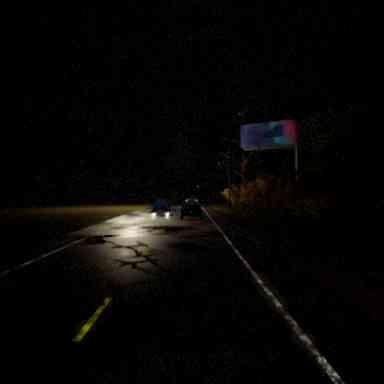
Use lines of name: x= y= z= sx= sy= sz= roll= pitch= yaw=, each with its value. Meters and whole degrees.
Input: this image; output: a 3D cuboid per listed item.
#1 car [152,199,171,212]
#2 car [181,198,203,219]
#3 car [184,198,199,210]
car: x=-3.646 y=1.601 z=40.454 sx=1.882 sy=1.535 sz=5.008 roll=0 pitch=0 yaw=0
car: x=-0.038 y=1.570 z=30.564 sx=1.882 sy=1.535 sz=5.008 roll=0 pitch=0 yaw=0
car: x=-0.064 y=1.617 z=46.637 sx=1.882 sy=1.535 sz=5.008 roll=0 pitch=0 yaw=0
